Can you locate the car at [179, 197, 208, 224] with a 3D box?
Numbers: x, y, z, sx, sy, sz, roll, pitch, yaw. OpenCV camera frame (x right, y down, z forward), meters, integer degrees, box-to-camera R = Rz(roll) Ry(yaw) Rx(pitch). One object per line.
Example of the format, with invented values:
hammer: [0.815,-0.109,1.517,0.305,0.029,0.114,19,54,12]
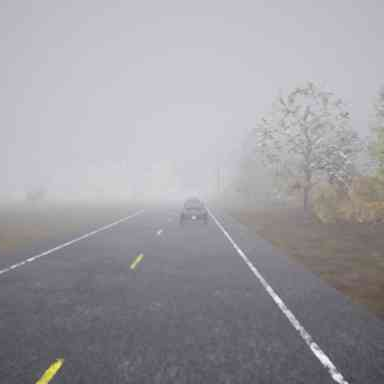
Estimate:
car: [0.114,1.373,23.330,2.128,1.511,4.902,0,0,0]
